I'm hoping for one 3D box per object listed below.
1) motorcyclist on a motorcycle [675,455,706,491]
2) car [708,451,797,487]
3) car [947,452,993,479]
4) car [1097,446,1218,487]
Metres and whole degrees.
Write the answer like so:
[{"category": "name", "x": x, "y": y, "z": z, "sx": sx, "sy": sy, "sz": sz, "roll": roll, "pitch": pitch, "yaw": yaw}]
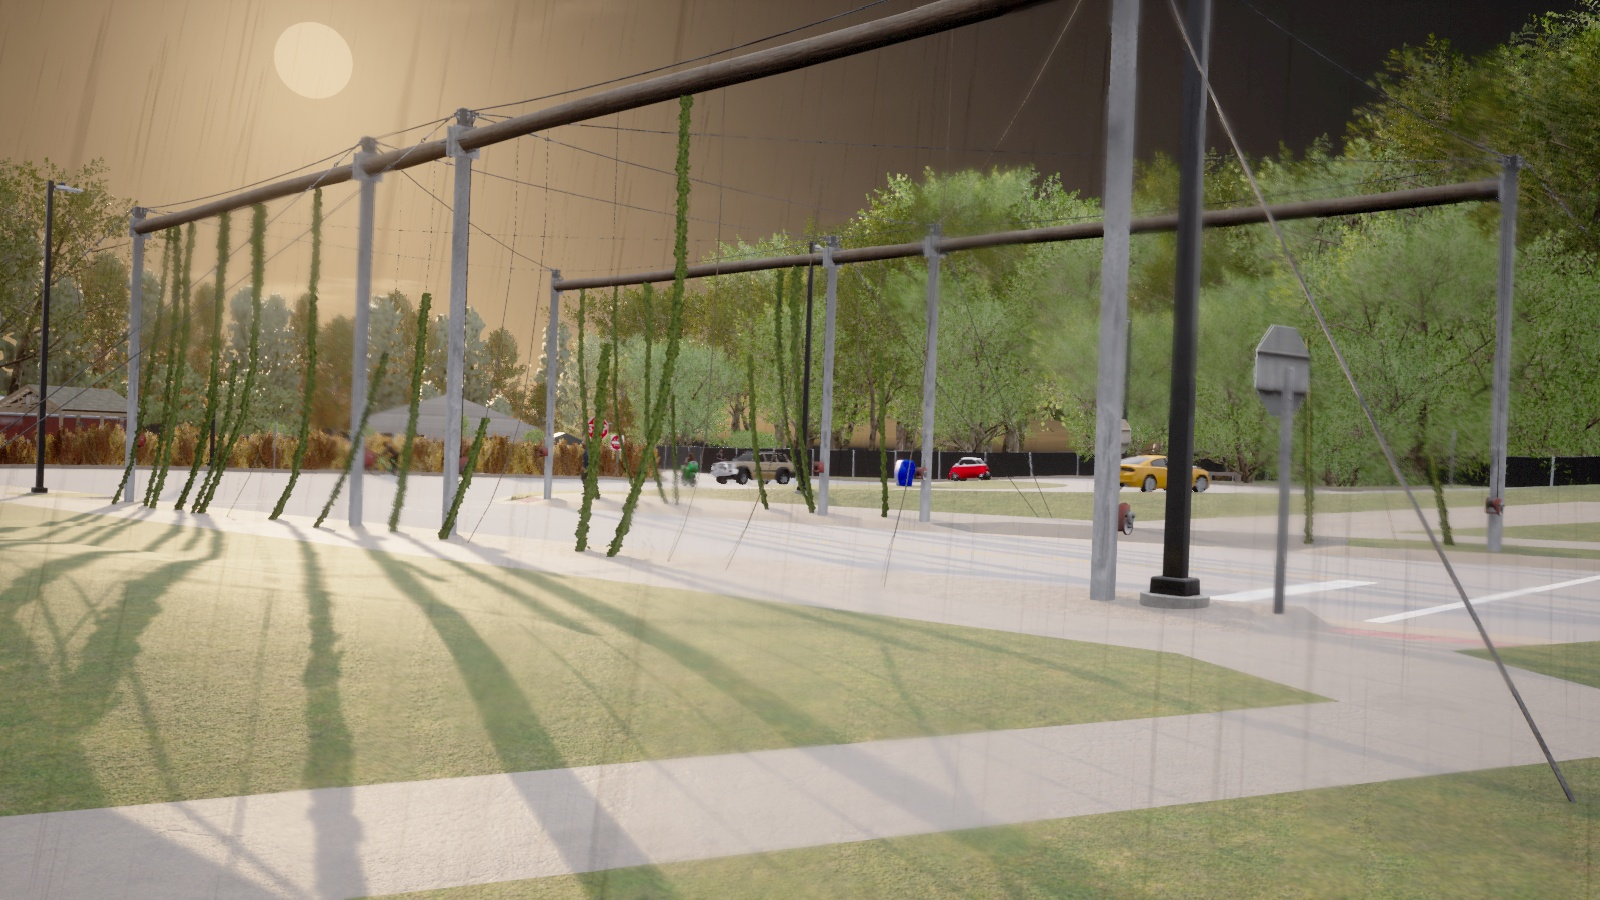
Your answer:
[{"category": "motorcyclist on a motorcycle", "x": -4.760, "y": 0.983, "z": 54.597, "sx": 0.797, "sy": 1.523, "sz": 2.044, "roll": 2, "pitch": -1, "yaw": -20}, {"category": "car", "x": -2.495, "y": 1.005, "z": 66.989, "sx": 4.605, "sy": 1.855, "sz": 1.932, "roll": 1, "pitch": -2, "yaw": -43}, {"category": "car", "x": 9.856, "y": 0.906, "z": 72.731, "sx": 2.207, "sy": 1.376, "sz": 1.481, "roll": -4, "pitch": -2, "yaw": 25}, {"category": "car", "x": 14.597, "y": 0.648, "z": 51.142, "sx": 5.008, "sy": 1.535, "sz": 1.882, "roll": -1, "pitch": 1, "yaw": -32}]
